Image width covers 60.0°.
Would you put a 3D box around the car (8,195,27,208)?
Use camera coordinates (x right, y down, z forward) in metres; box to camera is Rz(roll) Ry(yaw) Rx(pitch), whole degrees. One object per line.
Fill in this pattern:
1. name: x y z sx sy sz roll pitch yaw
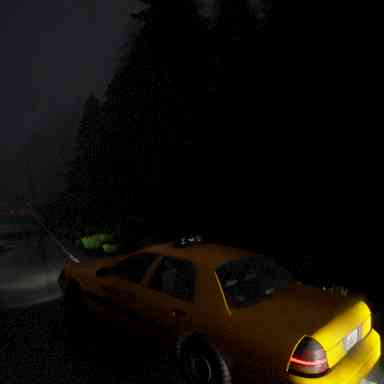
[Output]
1. car: -21.045 1.056 40.118 2.128 1.511 4.902 -2 2 -26

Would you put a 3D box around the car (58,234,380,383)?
1. car: -0.243 1.417 5.097 5.366 1.575 1.801 1 1 45
